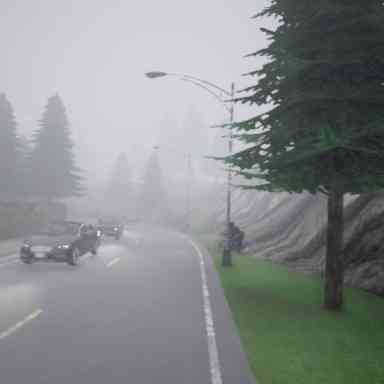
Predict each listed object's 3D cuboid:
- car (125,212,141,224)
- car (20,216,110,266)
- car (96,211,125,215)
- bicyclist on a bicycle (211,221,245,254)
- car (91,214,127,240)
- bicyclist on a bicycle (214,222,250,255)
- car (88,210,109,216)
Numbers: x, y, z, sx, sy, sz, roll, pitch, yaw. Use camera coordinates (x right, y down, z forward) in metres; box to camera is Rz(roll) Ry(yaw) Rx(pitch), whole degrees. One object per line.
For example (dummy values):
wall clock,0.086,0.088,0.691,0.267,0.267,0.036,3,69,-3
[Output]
car,-7.829,3.219,41.770,1.994,1.385,4.181,4,-3,-26
car,-5.092,1.933,13.465,2.128,1.511,4.902,2,-3,-1
car,-8.107,2.822,32.766,1.895,1.301,4.718,3,-3,-18
bicyclist on a bicycle,1.920,2.374,17.511,1.656,1.620,0.582,3,-3,-21
car,-5.764,2.449,22.739,1.895,1.301,4.718,3,-3,-8
bicyclist on a bicycle,2.140,2.349,16.798,1.656,1.620,0.582,2,-3,-2
car,-13.521,3.364,50.244,5.357,1.411,2.033,0,-4,43
